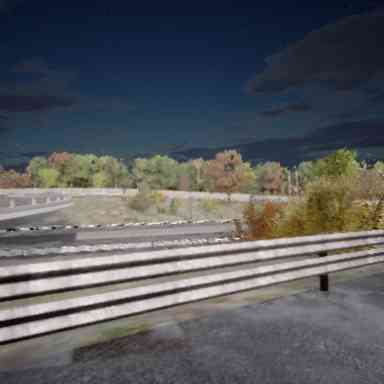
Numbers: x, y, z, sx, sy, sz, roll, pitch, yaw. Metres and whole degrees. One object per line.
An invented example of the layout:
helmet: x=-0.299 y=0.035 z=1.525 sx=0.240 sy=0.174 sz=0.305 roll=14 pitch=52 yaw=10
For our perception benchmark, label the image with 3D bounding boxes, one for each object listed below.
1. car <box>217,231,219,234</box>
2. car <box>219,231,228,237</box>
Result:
car: x=8.155 y=8.844 z=73.767 sx=4.718 sy=1.301 sz=1.895 roll=-1 pitch=1 yaw=-17
car: x=9.157 y=8.808 z=70.413 sx=5.357 sy=1.411 sz=2.033 roll=-1 pitch=1 yaw=-17
